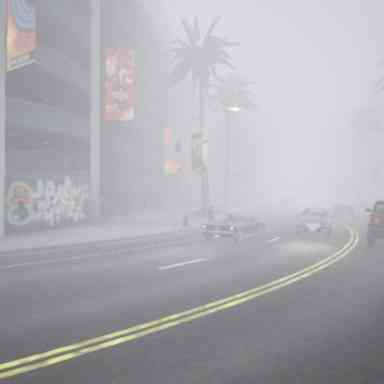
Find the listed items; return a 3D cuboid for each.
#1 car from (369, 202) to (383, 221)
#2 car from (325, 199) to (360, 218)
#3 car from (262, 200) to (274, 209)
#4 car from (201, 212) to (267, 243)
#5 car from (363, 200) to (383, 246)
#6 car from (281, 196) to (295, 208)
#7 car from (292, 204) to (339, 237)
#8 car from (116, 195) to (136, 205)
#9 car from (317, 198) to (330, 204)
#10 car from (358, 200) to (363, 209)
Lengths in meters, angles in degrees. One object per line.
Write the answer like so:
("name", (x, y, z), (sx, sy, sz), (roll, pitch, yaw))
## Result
("car", (18.202, 1.775, 30.847), (1.882, 1.535, 5.008), (0, -1, 14))
("car", (15.448, 1.833, 34.431), (1.837, 1.490, 4.892), (0, -1, 13))
("car", (12.876, 2.051, 56.287), (1.812, 1.442, 4.674), (0, -1, 13))
("car", (2.304, 1.764, 17.454), (1.895, 1.301, 4.718), (0, -1, 31))
("car", (9.522, 1.374, 15.692), (2.150, 2.045, 5.566), (0, 0, 29))
("car", (17.229, 1.781, 59.742), (2.150, 2.045, 5.566), (0, -1, 13))
("car", (7.276, 1.677, 19.552), (2.128, 1.511, 4.902), (0, -1, 24))
("car", (-10.246, 1.477, 49.860), (2.435, 2.045, 5.566), (0, -1, 12))
("car", (31.640, 2.097, 78.577), (2.185, 1.767, 4.553), (0, -1, 12))
("car", (25.455, 1.958, 49.860), (2.231, 1.521, 4.892), (0, -1, 12))
